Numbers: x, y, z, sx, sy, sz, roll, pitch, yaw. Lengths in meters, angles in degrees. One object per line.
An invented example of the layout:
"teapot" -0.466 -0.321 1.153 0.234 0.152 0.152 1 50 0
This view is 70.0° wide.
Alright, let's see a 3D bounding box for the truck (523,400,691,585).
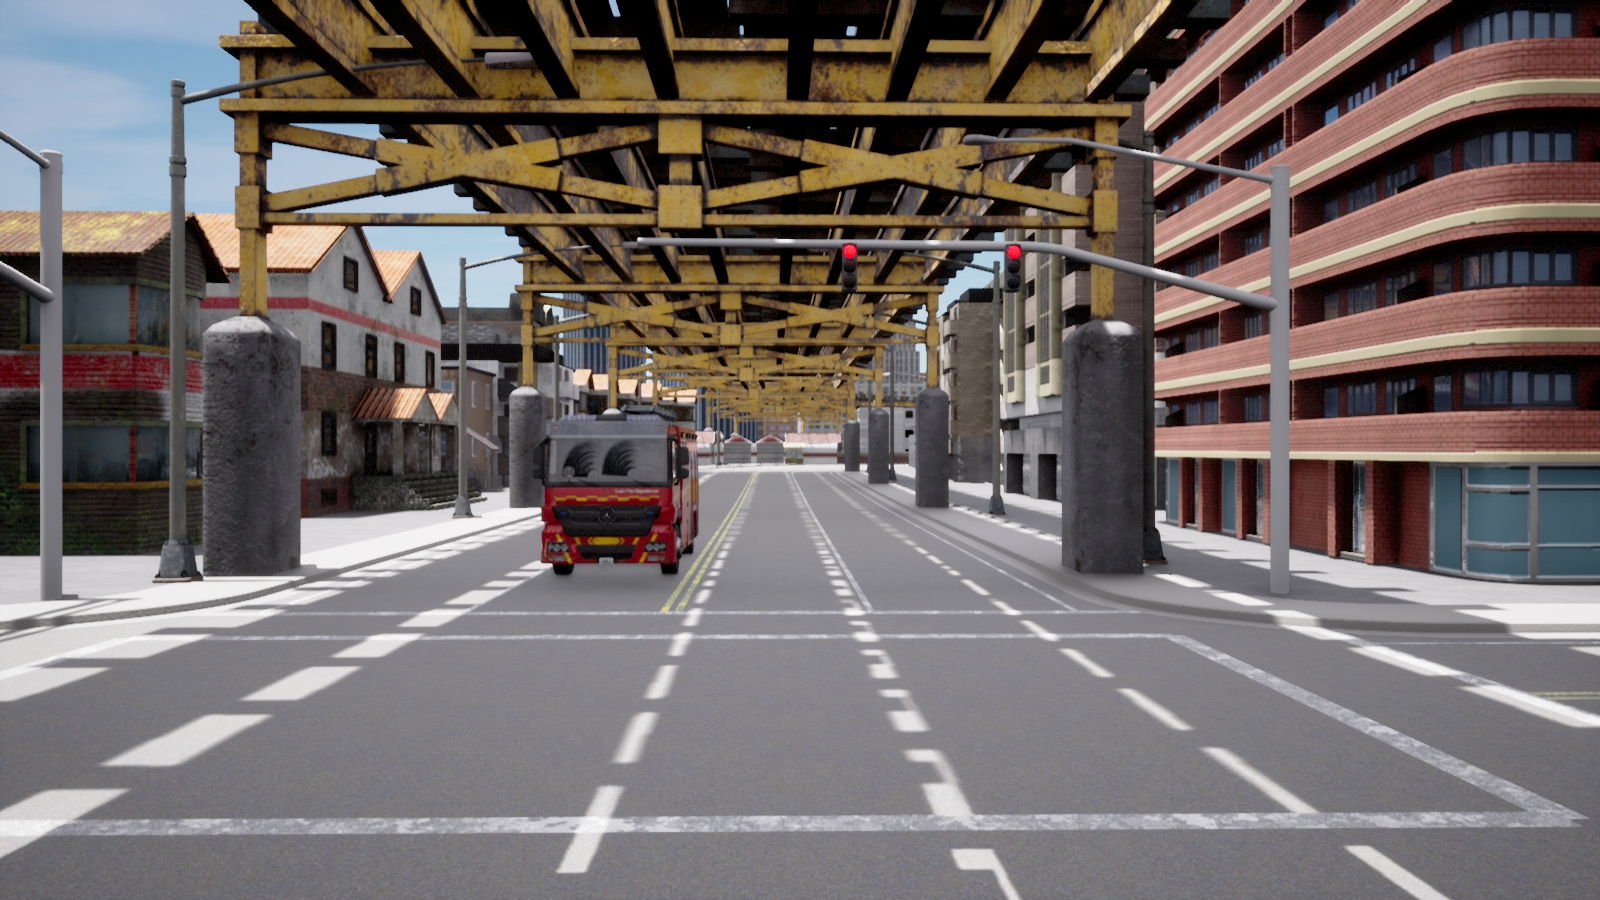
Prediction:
"truck" -4.418 0.882 28.004 2.891 3.827 8.468 0 0 -1
